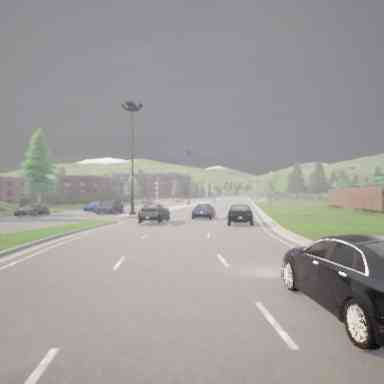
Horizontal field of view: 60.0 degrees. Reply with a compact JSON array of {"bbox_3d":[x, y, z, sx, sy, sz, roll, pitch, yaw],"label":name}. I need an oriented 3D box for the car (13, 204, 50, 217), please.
[{"bbox_3d":[-17.253,1.980,36.010,1.994,1.385,4.181,0,-1,9],"label":"car"}]

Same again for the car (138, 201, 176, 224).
[{"bbox_3d":[-3.049,1.767,27.575,2.128,1.511,4.902,0,-1,7],"label":"car"}]

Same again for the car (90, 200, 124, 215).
[{"bbox_3d":[-9.675,1.765,39.093,2.097,1.767,4.553,0,-1,9],"label":"car"}]

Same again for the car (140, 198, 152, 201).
[{"bbox_3d":[-10.719,2.095,76.753,2.097,1.767,4.553,0,-1,9],"label":"car"}]

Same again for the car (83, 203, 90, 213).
[{"bbox_3d":[-12.488,1.946,43.688,1.882,1.535,5.008,0,-1,9],"label":"car"}]

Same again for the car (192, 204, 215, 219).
[{"bbox_3d":[1.175,1.868,32.428,1.994,1.385,4.181,0,-1,8],"label":"car"}]

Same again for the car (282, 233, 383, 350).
[{"bbox_3d":[3.227,1.552,6.310,1.837,1.490,4.892,0,-1,-3],"label":"car"}]

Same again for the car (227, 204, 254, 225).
[{"bbox_3d":[3.805,1.711,26.237,1.882,1.535,5.008,0,-1,7],"label":"car"}]

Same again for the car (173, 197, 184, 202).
[{"bbox_3d":[-3.261,1.892,79.115,1.882,1.535,5.008,0,-1,9],"label":"car"}]
